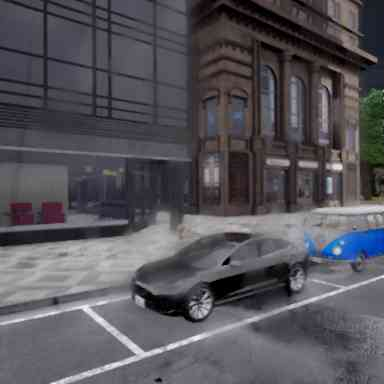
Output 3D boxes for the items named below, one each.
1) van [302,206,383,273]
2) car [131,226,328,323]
[{"bbox_3d":[5.179,1.362,10.529,3.998,1.788,1.690,0,0,-37],"label":"van"},{"bbox_3d":[0.811,1.594,7.291,4.313,1.339,1.947,0,0,-37],"label":"car"}]
